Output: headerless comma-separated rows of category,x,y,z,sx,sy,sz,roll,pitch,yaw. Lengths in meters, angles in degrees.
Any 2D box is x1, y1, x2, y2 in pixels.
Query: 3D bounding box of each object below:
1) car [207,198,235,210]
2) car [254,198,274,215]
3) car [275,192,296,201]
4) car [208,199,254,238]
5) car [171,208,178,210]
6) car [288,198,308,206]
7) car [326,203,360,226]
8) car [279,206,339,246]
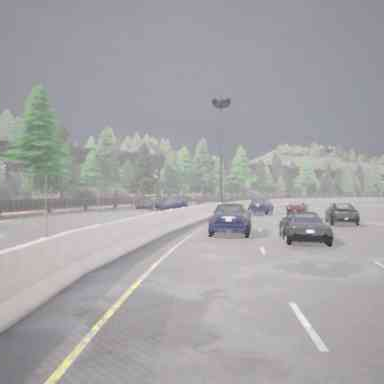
car,4.022,1.562,45.281,2.128,1.511,4.902,0,0,27
car,7.351,1.426,35.251,2.097,1.767,4.553,0,0,21
car,21.029,1.023,74.673,5.566,2.045,2.150,0,0,-45
car,2.187,1.383,18.304,2.097,1.767,4.553,0,0,11
car,-2.231,1.514,40.036,1.882,1.535,5.008,0,0,23
car,11.540,1.696,36.299,1.895,1.301,4.718,0,0,24
car,10.873,1.569,24.300,2.128,1.511,4.902,0,0,16
car,5.249,1.606,15.722,1.994,1.385,4.181,0,0,10
